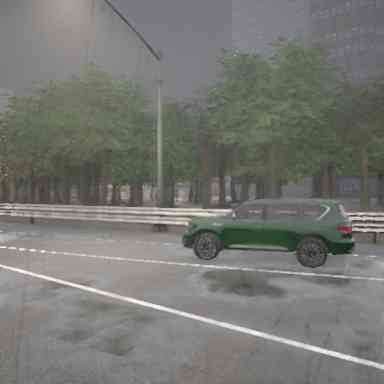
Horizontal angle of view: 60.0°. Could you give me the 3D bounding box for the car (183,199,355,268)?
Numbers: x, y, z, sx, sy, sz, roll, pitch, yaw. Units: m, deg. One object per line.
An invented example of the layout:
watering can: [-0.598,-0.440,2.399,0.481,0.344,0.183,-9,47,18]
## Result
car: [2.477,1.247,11.357,5.566,2.045,2.150,0,0,20]
